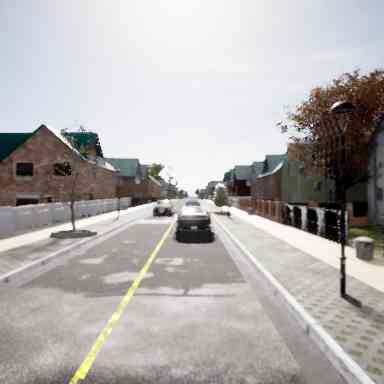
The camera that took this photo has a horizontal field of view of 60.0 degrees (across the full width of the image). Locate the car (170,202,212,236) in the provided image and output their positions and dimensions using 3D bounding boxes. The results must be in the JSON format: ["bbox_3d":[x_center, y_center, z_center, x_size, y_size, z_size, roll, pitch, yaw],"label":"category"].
[{"bbox_3d":[0.097,1.520,18.531,2.128,1.511,4.902,0,0,0],"label":"car"}]

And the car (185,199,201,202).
[{"bbox_3d":[0.097,1.584,41.531,1.882,1.535,5.008,0,0,0],"label":"car"}]

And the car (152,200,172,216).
[{"bbox_3d":[-2.794,1.566,33.160,2.128,1.511,4.902,0,0,0],"label":"car"}]
